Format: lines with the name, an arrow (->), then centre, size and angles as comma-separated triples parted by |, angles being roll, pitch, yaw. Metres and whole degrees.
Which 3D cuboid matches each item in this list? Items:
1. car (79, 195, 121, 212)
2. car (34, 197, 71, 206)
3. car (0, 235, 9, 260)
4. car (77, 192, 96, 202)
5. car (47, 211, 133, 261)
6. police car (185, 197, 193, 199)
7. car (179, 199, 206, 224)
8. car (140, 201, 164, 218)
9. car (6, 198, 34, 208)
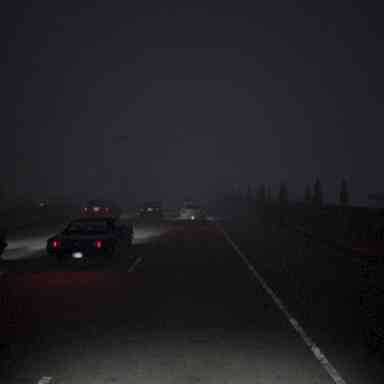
car -> -7.008, 1.322, 26.356 | 2.097, 1.767, 4.553 | 0, 0, -1
car -> -14.376, 1.312, 35.220 | 2.097, 1.767, 4.553 | 0, 0, -1
car -> -6.900, 1.591, 8.712 | 1.895, 1.301, 4.718 | 0, 0, 0
car -> -18.489, 1.068, 58.935 | 2.150, 2.045, 5.566 | 0, 0, -2
car -> -3.401, 1.587, 12.130 | 1.895, 1.301, 4.718 | 0, 0, 0
police car -> -0.392, 1.458, 41.851 | 2.038, 1.542, 4.974 | 0, 0, -2
car -> 0.025, 1.498, 24.379 | 1.812, 1.442, 4.674 | 0, 0, -1
car -> -3.572, 1.514, 30.107 | 2.033, 1.411, 5.357 | 0, 0, -1
car -> -21.548, 1.501, 42.434 | 2.033, 1.411, 5.357 | 0, 0, -1
